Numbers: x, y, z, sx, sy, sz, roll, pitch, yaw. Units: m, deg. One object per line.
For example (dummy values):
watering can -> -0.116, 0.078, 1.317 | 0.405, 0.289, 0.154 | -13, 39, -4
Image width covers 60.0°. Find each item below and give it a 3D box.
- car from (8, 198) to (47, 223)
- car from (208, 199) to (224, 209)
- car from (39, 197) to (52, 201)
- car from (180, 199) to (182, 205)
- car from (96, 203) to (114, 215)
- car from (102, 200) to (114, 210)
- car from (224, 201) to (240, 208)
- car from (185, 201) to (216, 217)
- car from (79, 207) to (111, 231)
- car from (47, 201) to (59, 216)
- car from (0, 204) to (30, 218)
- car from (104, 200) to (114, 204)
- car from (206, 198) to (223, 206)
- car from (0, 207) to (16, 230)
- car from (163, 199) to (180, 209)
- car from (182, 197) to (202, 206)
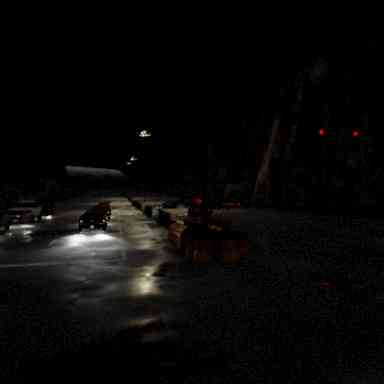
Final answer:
car -> -16.126, 1.863, 32.401 | 2.150, 2.045, 5.566 | 0, -1, -13
car -> 3.469, 2.077, 57.558 | 1.882, 1.535, 5.008 | 0, 0, -13
car -> -24.765, 1.867, 55.510 | 2.150, 2.045, 5.566 | 0, 0, -13
car -> -2.215, 2.140, 66.964 | 1.837, 1.490, 4.892 | 0, 0, -13
car -> -9.080, 2.138, 32.972 | 1.994, 1.385, 4.181 | 0, -1, -13
car -> -14.390, 2.228, 57.216 | 1.882, 1.535, 5.008 | 0, 0, -12
car -> 6.789, 2.174, 58.754 | 1.895, 1.301, 4.718 | 0, 0, -13
car -> 0.875, 2.082, 37.492 | 1.994, 1.385, 4.181 | 0, -1, -13
car -> -7.155, 2.051, 24.436 | 1.895, 1.301, 4.718 | 0, -1, -13
car -> -18.436, 2.290, 42.804 | 2.033, 1.411, 5.357 | 0, 0, -13
car -> -21.492, 2.305, 40.419 | 2.033, 1.411, 5.357 | 0, 0, -12
car -> -11.299, 2.154, 42.994 | 1.882, 1.535, 5.008 | 0, 0, -12
car -> 4.617, 2.102, 68.487 | 2.033, 1.411, 5.357 | 0, 0, -13
car -> -13.994, 2.031, 22.948 | 1.812, 1.442, 4.674 | 0, -1, -13
car -> -3.949, 2.228, 58.774 | 1.994, 1.385, 4.181 | 0, 0, -12
car -> 0.054, 2.132, 56.794 | 1.837, 1.490, 4.892 | 0, 0, -13
